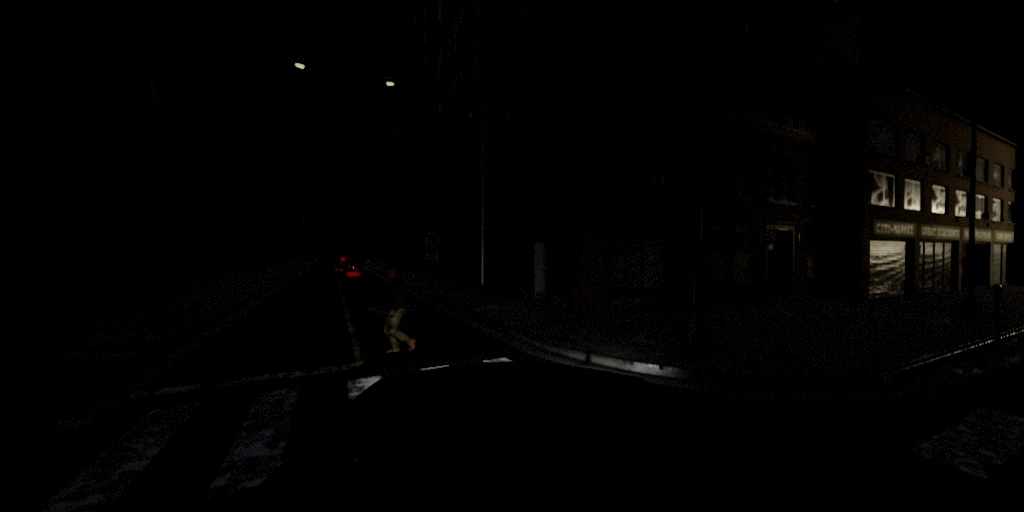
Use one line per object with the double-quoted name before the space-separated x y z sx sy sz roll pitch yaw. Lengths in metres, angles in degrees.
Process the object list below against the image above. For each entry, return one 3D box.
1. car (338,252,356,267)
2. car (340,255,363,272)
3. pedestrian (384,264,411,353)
"car" -22.268 0.533 48.723 2.150 2.045 5.566 0 1 -27
"car" -17.696 0.905 39.743 1.837 1.490 4.892 0 1 -26
"pedestrian" -2.305 0.996 7.162 0.375 1.860 0.375 -1 1 -27
